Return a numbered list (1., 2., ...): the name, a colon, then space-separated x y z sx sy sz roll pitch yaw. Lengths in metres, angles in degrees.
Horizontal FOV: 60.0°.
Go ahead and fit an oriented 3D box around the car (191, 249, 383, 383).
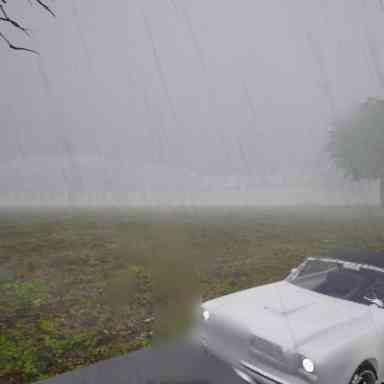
1. car: 2.338 1.598 4.744 4.718 1.301 1.895 0 0 -36
